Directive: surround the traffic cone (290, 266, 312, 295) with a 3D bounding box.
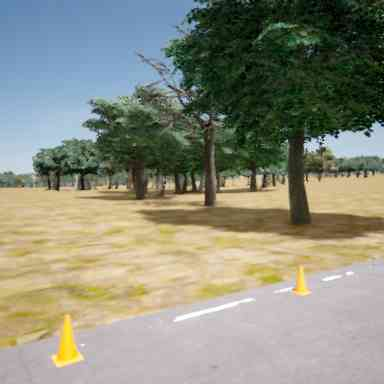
[{"bbox_3d":[2.416,1.926,7.352,0.340,0.580,0.340,0,0,-35],"label":"traffic cone"}]

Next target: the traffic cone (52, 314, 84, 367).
[{"bbox_3d":[-1.667,1.944,4.464,0.340,0.580,0.340,0,0,-35],"label":"traffic cone"}]
